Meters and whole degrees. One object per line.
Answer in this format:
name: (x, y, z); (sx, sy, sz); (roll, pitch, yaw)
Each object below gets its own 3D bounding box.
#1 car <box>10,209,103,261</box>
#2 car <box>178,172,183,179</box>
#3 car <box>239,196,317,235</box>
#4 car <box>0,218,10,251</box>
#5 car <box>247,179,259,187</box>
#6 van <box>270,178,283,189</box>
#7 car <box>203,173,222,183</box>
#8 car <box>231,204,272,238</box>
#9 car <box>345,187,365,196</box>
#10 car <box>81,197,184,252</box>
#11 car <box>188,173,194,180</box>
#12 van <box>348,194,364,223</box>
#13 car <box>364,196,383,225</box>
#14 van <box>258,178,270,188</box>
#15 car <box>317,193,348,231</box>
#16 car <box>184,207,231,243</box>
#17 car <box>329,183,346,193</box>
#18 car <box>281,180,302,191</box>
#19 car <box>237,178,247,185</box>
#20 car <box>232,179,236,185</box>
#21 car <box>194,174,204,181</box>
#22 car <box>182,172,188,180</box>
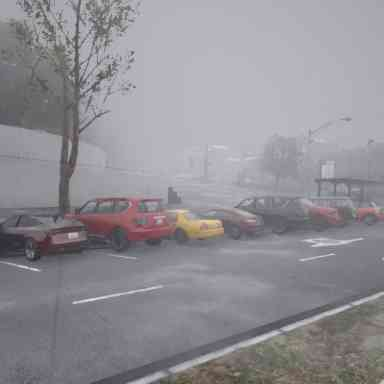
car: (-5.871, 1.523, 12.363); (4.792, 1.488, 2.163); (-1, -1, 35)
car: (-1.553, -4.363, 92.200); (2.435, 2.045, 5.566); (1, -1, 34)
car: (3.924, 1.262, 19.326); (5.566, 2.045, 2.435); (-1, -1, 35)
car: (-8.290, 1.492, 10.615); (4.892, 1.521, 2.231); (-1, -1, 34)
car: (14.284, -1.812, 70.372); (1.946, 1.575, 5.366); (7, 3, 35)
van: (17.590, -1.491, 65.171); (1.878, 1.987, 4.442); (7, 4, 35)
car: (5.599, -3.176, 82.660); (1.946, 1.575, 5.366); (7, 3, 34)
car: (1.497, 1.548, 17.567); (4.674, 1.452, 2.002); (-1, -1, 35)
car: (26.258, 0.136, 52.955); (2.002, 1.452, 4.674); (7, 3, 35)
car: (-3.427, 1.247, 14.109); (5.566, 2.045, 2.435); (-1, -1, 34)
car: (1.951, -3.851, 87.384); (2.185, 1.767, 4.553); (6, 3, 34)
van: (8.974, 1.296, 22.703); (4.442, 1.987, 1.878); (-1, -1, 35)
car: (11.382, 1.402, 24.455); (4.553, 1.767, 2.185); (-1, -1, 35)
van: (15.860, -1.764, 67.642); (1.878, 1.987, 4.442); (7, 4, 35)
car: (6.436, 1.266, 21.032); (5.566, 2.045, 2.435); (-1, -1, 35)
car: (-1.108, 1.502, 15.938); (5.366, 1.575, 1.946); (-1, -1, 35)
car: (24.566, -0.427, 55.427); (2.435, 2.045, 5.566); (7, 3, 35)
car: (19.352, -0.993, 62.810); (2.231, 1.521, 4.892); (7, 3, 35)
car: (12.452, -2.044, 72.692); (2.002, 1.452, 4.674); (7, 4, 35)
car: (10.708, -2.317, 75.153); (2.002, 1.452, 4.674); (7, 3, 35)
car: (3.747, -3.699, 84.919); (2.435, 2.045, 5.566); (7, 3, 34)
car: (0.220, -4.085, 89.853); (2.185, 1.767, 4.553); (4, 1, 33)
